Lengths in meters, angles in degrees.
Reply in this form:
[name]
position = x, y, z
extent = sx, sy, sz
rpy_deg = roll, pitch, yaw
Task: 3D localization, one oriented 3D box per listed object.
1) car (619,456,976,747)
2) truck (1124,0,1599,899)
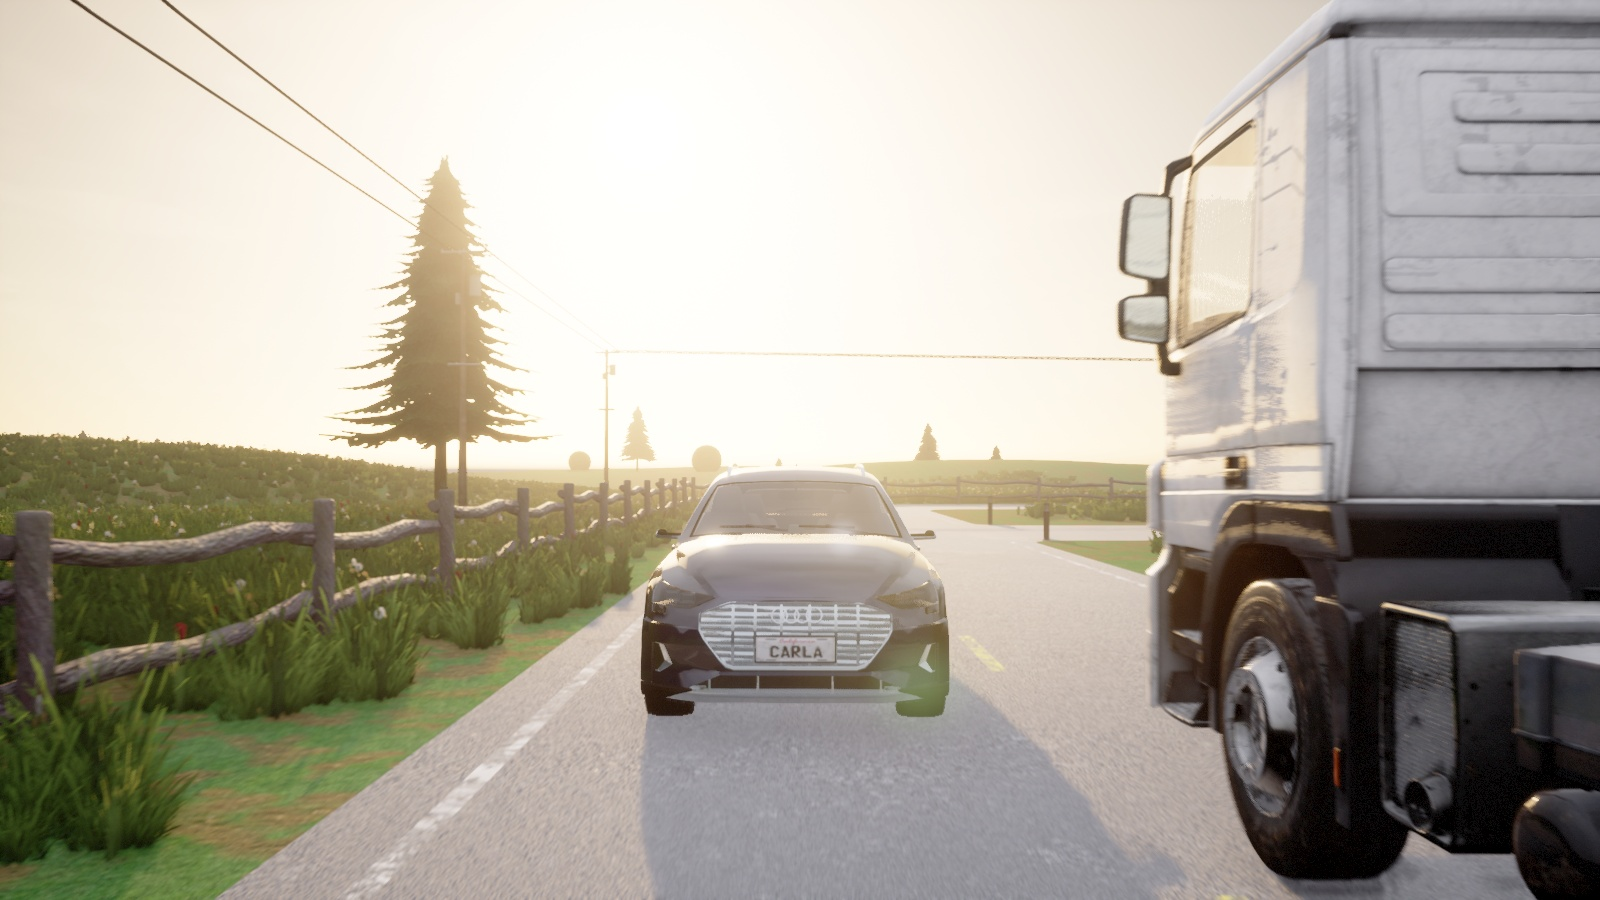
[car]
position = -0.024, 0.906, 9.598
extent = 2.033, 1.649, 4.856
rpy_deg = 0, -1, 0
[truck]
position = 3.189, -0.135, 2.700
extent = 2.891, 3.462, 7.936
rpy_deg = 0, -1, 0
